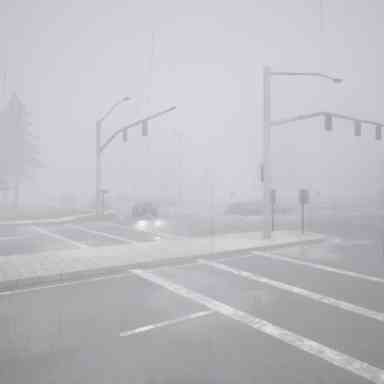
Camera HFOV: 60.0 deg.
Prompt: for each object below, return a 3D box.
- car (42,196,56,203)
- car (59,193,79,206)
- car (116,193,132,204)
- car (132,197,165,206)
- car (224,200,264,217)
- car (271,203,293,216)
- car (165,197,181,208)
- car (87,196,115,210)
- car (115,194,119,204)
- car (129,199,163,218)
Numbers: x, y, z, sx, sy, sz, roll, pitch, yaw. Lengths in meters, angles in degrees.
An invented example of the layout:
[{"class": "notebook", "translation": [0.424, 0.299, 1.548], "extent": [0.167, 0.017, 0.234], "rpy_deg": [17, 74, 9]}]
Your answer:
[{"class": "car", "translation": [-28.980, 1.436, 67.292], "extent": [1.994, 1.385, 4.181], "rpy_deg": [0, 0, -35]}, {"class": "car", "translation": [-20.442, 1.214, 55.021], "extent": [2.150, 2.045, 5.566], "rpy_deg": [0, 1, -33]}, {"class": "car", "translation": [-12.826, 1.224, 62.463], "extent": [2.150, 2.045, 5.566], "rpy_deg": [0, 0, -35]}, {"class": "car", "translation": [-6.237, 1.504, 46.898], "extent": [1.837, 1.490, 4.892], "rpy_deg": [0, 0, -35]}, {"class": "car", "translation": [4.896, 1.564, 31.033], "extent": [1.994, 1.385, 4.181], "rpy_deg": [0, 0, -35]}, {"class": "car", "translation": [7.468, 1.547, 33.459], "extent": [2.033, 1.411, 5.357], "rpy_deg": [0, 0, -35]}, {"class": "car", "translation": [-3.450, 1.500, 49.020], "extent": [1.837, 1.490, 4.892], "rpy_deg": [0, 1, -35]}, {"class": "car", "translation": [-12.029, 1.500, 42.965], "extent": [1.837, 1.490, 4.892], "rpy_deg": [0, 2, -35]}, {"class": "car", "translation": [-15.498, 1.507, 60.150], "extent": [1.837, 1.490, 4.892], "rpy_deg": [0, -1, -35]}, {"class": "car", "translation": [-4.249, 1.601, 30.100], "extent": [1.895, 1.301, 4.718], "rpy_deg": [0, 0, -17]}]
